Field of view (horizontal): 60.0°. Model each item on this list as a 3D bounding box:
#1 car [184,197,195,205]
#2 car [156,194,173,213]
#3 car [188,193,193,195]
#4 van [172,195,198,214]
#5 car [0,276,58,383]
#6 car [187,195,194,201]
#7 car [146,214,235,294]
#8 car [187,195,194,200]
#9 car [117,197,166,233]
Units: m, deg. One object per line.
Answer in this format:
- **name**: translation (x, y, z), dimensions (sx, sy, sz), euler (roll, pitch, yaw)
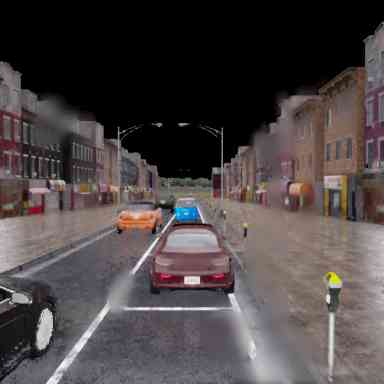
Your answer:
- **car**: translation (-0.394, 1.562, 58.737), dimensions (1.802, 1.307, 4.206), euler (-1, 0, 0)
- **car**: translation (-3.006, 1.208, 37.350), dimensions (2.150, 2.045, 5.566), euler (0, 0, 0)
- **car**: translation (-0.401, 1.302, 36.607), dimensions (2.192, 1.841, 5.009), euler (-1, 0, 0)
- **van**: translation (-0.401, 1.332, 25.542), dimensions (1.690, 1.788, 3.998), euler (-1, 0, 0)
- **car**: translation (-2.920, 1.503, 3.087), dimensions (1.837, 1.490, 4.892), euler (0, 0, 0)
- **car**: translation (-0.392, 1.542, 86.399), dimensions (1.947, 1.339, 4.313), euler (-1, 0, 0)
- **car**: translation (0.004, 1.522, 8.652), dimensions (1.812, 1.442, 4.674), euler (0, 0, 0)
- **car**: translation (-0.391, 1.541, 91.932), dimensions (1.947, 1.339, 4.313), euler (-1, 0, 0)
- **car**: translation (-2.920, 1.344, 19.540), dimensions (2.097, 1.767, 4.553), euler (0, 0, 0)
